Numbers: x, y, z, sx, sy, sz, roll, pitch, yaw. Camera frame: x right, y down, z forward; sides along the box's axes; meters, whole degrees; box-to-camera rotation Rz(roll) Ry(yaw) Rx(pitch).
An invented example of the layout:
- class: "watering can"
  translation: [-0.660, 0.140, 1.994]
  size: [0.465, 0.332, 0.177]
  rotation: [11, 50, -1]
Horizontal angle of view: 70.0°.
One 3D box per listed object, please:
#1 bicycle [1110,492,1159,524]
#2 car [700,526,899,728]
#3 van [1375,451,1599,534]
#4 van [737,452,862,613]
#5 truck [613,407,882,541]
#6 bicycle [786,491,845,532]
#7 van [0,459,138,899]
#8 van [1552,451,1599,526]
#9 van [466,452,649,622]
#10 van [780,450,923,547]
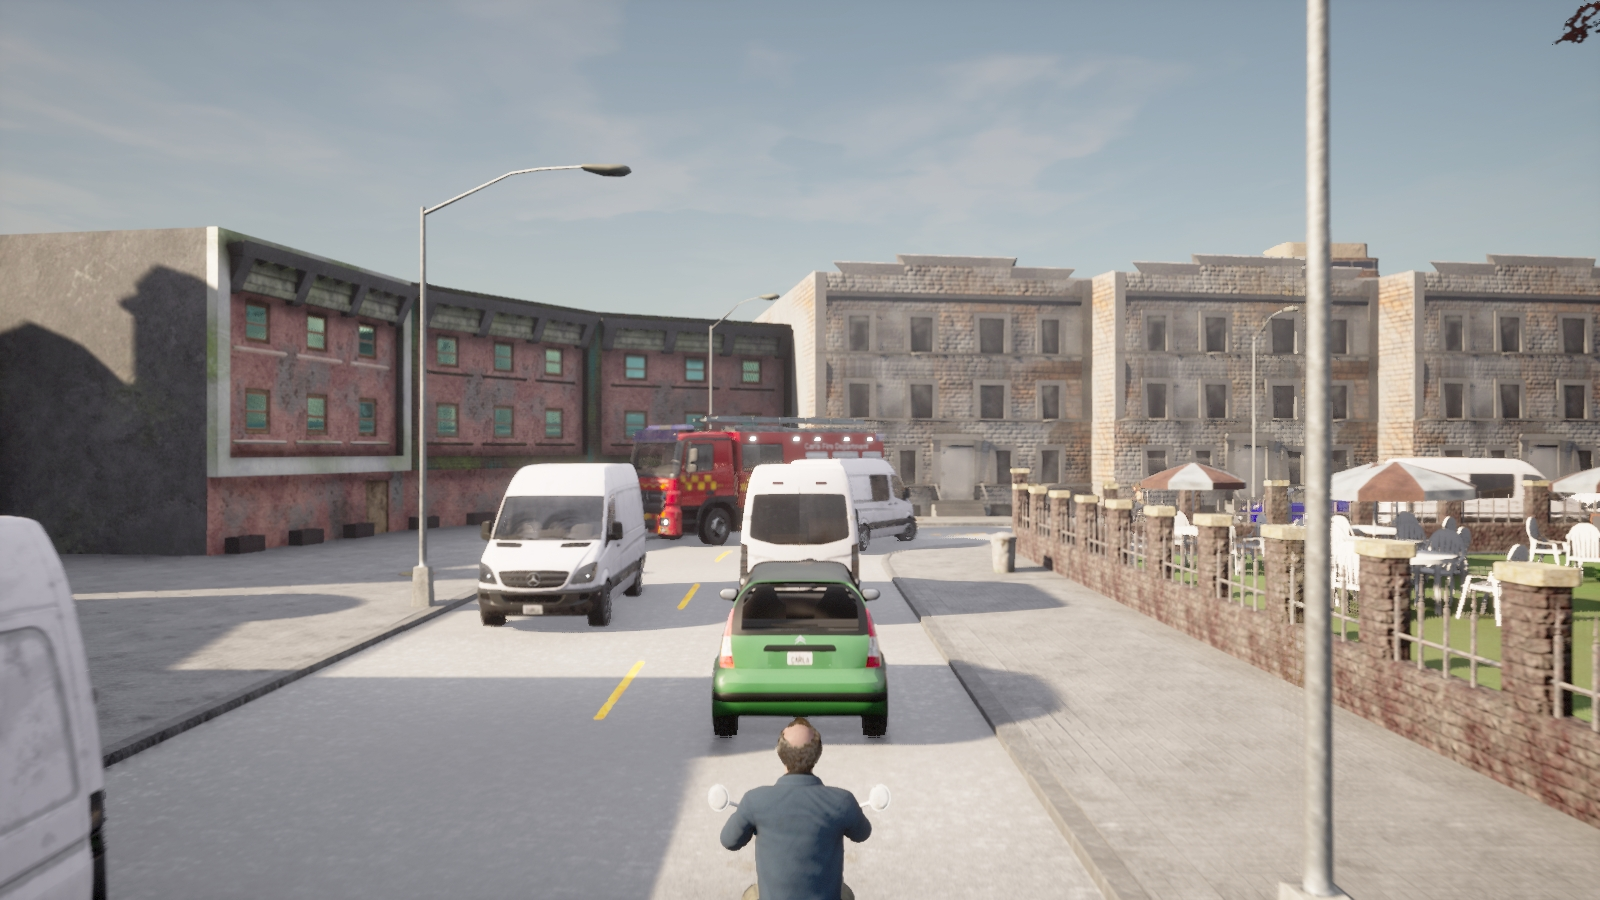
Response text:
- class: "bicycle"
  translation: [11.751, 2.037, 40.155]
  size: [1.487, 1.080, 0.859]
  rotation: [0, 0, 0]
- class: "car"
  translation: [-0.006, 1.780, 12.651]
  size: [1.851, 1.617, 3.988]
  rotation: [0, 0, 0]
- class: "van"
  translation: [21.693, 1.315, 36.230]
  size: [5.915, 2.561, 1.988]
  rotation: [0, 0, 1]
- class: "van"
  translation: [-0.011, 1.315, 21.128]
  size: [1.988, 2.561, 5.915]
  rotation: [0, 0, 0]
- class: "truck"
  translation: [-1.472, 0.672, 36.274]
  size: [8.468, 3.827, 2.891]
  rotation: [0, 0, -39]
- class: "bicycle"
  translation: [0.493, 1.941, 36.217]
  size: [1.835, 1.271, 0.329]
  rotation: [0, 0, 0]
- class: "van"
  translation: [-4.009, 1.315, 2.245]
  size: [1.988, 2.561, 5.915]
  rotation: [0, 0, 0]
- class: "van"
  translation: [30.076, 1.316, 40.179]
  size: [5.915, 2.561, 1.988]
  rotation: [0, 0, 0]
- class: "van"
  translation: [-4.049, 1.316, 20.173]
  size: [1.988, 2.561, 5.915]
  rotation: [0, 0, 0]
- class: "van"
  translation: [1.646, 1.317, 33.548]
  size: [1.988, 2.561, 5.915]
  rotation: [-2, -1, 25]
